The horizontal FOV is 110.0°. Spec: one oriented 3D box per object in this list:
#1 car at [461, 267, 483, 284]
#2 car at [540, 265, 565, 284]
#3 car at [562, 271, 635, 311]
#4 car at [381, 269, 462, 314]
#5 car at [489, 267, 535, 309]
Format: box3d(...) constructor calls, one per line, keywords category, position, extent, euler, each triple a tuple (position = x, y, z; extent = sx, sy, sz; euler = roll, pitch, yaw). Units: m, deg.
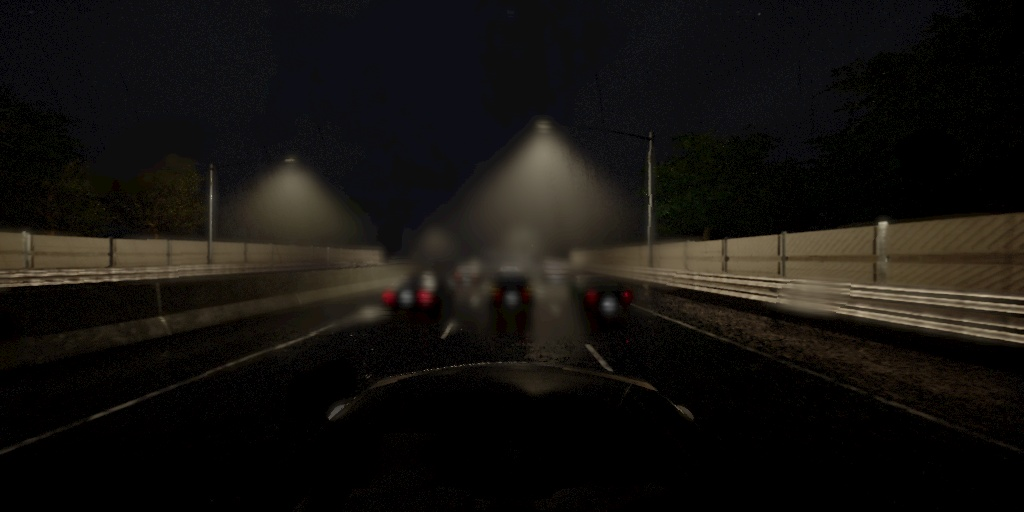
box3d(category="car", position=(-3.502, 1.607, 30.093), extent=(1.895, 1.301, 4.718), euler=(0, 0, 0))
box3d(category="car", position=(3.503, 1.502, 30.362), extent=(2.128, 1.511, 4.902), euler=(0, 0, 0))
box3d(category="car", position=(3.510, 1.478, 15.094), extent=(1.895, 1.301, 4.718), euler=(0, -1, 0))
box3d(category="car", position=(-3.496, 1.417, 14.378), extent=(2.033, 1.411, 5.357), euler=(0, -1, 0))
box3d(category="car", position=(0.017, 1.408, 15.754), extent=(1.812, 1.442, 4.674), euler=(0, 0, 1))
